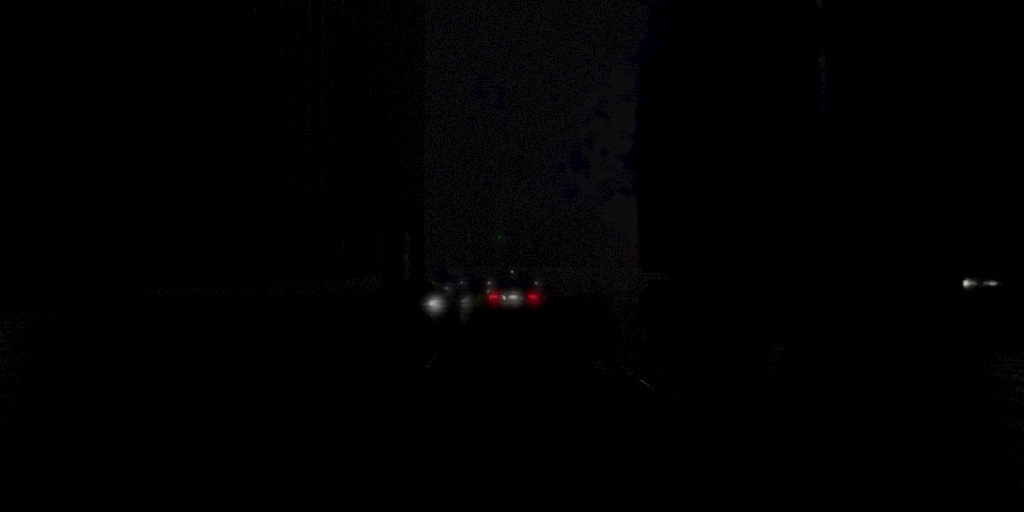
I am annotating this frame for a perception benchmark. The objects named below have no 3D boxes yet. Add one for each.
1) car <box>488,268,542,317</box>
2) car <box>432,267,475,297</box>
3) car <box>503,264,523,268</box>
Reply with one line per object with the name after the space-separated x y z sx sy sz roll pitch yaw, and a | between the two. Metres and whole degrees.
0.094 1.348 13.494 2.033 1.411 5.357 0 0 0 | car
-3.100 1.359 19.785 1.812 1.442 4.674 0 0 0 | car
0.097 1.489 34.333 1.994 1.385 4.181 0 0 0 | car
